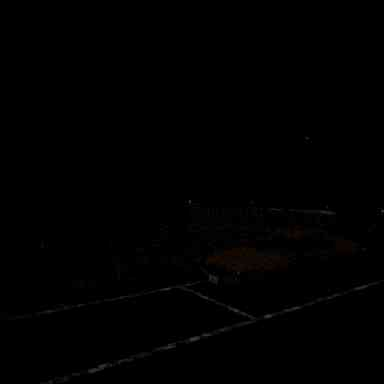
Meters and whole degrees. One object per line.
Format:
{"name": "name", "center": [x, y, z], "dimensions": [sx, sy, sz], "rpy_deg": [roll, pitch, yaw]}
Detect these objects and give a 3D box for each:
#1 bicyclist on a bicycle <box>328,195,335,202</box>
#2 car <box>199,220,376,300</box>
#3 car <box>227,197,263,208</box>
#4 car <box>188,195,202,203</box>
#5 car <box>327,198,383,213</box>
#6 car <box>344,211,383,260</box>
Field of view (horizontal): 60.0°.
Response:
{"name": "bicyclist on a bicycle", "center": [16.404, 1.158, 38.940], "dimensions": [1.656, 1.620, 0.582], "rpy_deg": [0, 0, -34]}
{"name": "car", "center": [2.432, 1.527, 8.389], "dimensions": [4.829, 1.417, 1.752], "rpy_deg": [0, 1, -35]}
{"name": "car", "center": [6.671, 1.320, 42.120], "dimensions": [1.895, 1.301, 4.718], "rpy_deg": [1, 0, -34]}
{"name": "car", "center": [-0.376, 1.196, 58.003], "dimensions": [1.895, 1.301, 4.718], "rpy_deg": [1, 0, -34]}
{"name": "car", "center": [14.788, 1.342, 30.247], "dimensions": [2.128, 1.511, 4.902], "rpy_deg": [1, 0, -34]}
{"name": "car", "center": [7.196, 1.547, 11.688], "dimensions": [4.507, 1.381, 1.887], "rpy_deg": [0, 1, -35]}
